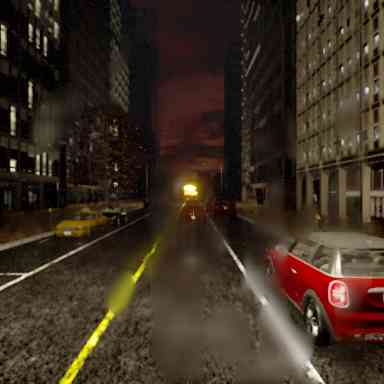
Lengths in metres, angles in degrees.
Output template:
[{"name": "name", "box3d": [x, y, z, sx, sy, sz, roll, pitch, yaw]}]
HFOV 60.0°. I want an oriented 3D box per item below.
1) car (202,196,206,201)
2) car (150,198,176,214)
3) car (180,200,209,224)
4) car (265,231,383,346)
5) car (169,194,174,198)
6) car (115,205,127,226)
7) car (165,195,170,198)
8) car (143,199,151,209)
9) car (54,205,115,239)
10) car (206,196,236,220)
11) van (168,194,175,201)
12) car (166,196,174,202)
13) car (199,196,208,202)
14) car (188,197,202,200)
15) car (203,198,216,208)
[{"name": "car", "box3d": [2.687, 1.416, 40.541, 2.192, 1.841, 5.009, 0, 0, 0]}, {"name": "car", "box3d": [-3.101, 1.657, 36.655, 1.994, 1.385, 4.181, 0, 0, 0]}, {"name": "car", "box3d": [0.098, 1.591, 24.996, 1.812, 1.442, 4.674, 0, 0, 0]}, {"name": "car", "box3d": [2.692, 1.459, 6.388, 1.967, 1.590, 4.097, 0, 0, 0]}, {"name": "car", "box3d": [-5.701, 1.714, 74.704, 2.008, 1.369, 4.403, 0, 0, 0]}, {"name": "car", "box3d": [-5.692, 1.613, 23.474, 2.008, 1.369, 4.403, 0, 0, 0]}, {"name": "car", "box3d": [-5.699, 1.726, 63.318, 1.802, 1.307, 4.206, 0, 0, 0]}, {"name": "car", "box3d": [-5.696, 1.664, 46.243, 2.008, 1.369, 4.403, 0, 0, 0]}, {"name": "car", "box3d": [-5.691, 1.573, 17.610, 1.752, 1.417, 4.829, 0, 0, 0]}, {"name": "car", "box3d": [2.689, 1.391, 29.156, 2.192, 1.841, 5.009, 0, 0, 0]}, {"name": "van", "box3d": [-5.703, 1.530, 91.782, 1.690, 1.788, 3.998, 0, 0, 0]}, {"name": "car", "box3d": [-5.703, 1.725, 86.089, 1.887, 1.381, 4.507, 0, 0, 0]}, {"name": "car", "box3d": [2.679, 1.738, 80.385, 1.947, 1.339, 4.313, 0, 0, 0]}, {"name": "car", "box3d": [0.092, 1.609, 41.589, 1.837, 1.490, 4.892, 0, 0, 0]}, {"name": "car", "box3d": [2.684, 1.650, 52.094, 1.752, 1.417, 4.829, 0, 0, 0]}]
